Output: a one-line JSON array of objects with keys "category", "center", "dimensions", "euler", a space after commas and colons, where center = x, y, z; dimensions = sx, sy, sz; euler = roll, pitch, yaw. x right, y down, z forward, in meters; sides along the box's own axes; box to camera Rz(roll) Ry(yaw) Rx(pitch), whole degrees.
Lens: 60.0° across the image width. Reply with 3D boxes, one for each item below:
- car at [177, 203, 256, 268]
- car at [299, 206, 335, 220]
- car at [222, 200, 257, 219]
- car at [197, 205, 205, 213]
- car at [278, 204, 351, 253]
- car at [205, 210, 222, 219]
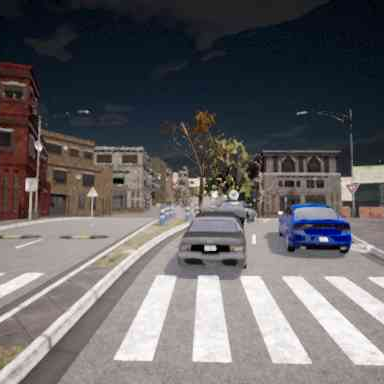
[{"category": "car", "center": [0.770, 1.328, 10.476], "dimensions": [2.033, 1.411, 5.357], "euler": [0, 2, 8]}, {"category": "car", "center": [12.220, 2.092, 32.312], "dimensions": [1.895, 1.301, 4.718], "euler": [-4, -6, 38]}, {"category": "car", "center": [2.606, 1.165, 20.012], "dimensions": [1.994, 1.385, 4.181], "euler": [-1, -1, 20]}, {"category": "car", "center": [2.189, 4.049, 80.422], "dimensions": [1.812, 1.442, 4.674], "euler": [0, 1, 2]}, {"category": "car", "center": [4.333, 1.165, 12.371], "dimensions": [1.882, 1.535, 5.008], "euler": [0, 2, 9]}, {"category": "car", "center": [3.948, 4.239, 63.071], "dimensions": [2.128, 1.511, 4.902], "euler": [1, -1, -10]}]
